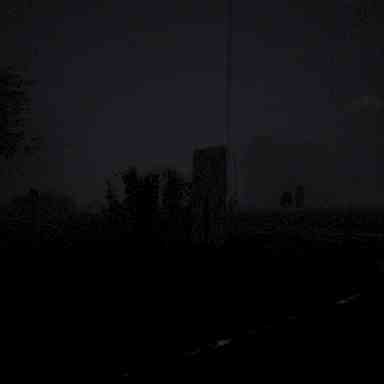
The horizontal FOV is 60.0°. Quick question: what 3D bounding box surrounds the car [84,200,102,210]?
[{"bbox_3d":[-17.063,2.091,57.249,2.097,1.767,4.553,1,-1,-35],"label":"car"}]
